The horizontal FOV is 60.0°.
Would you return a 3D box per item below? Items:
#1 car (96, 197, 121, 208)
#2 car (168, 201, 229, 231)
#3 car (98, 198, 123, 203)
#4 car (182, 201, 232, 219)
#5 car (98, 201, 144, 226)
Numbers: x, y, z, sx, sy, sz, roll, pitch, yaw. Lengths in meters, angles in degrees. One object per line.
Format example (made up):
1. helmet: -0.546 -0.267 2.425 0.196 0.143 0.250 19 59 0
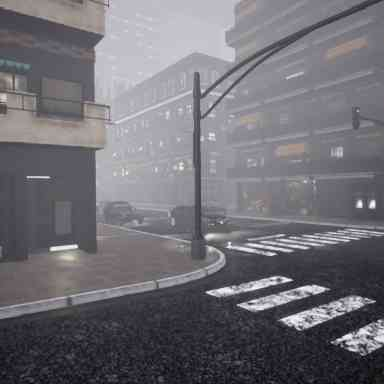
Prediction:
1. car: -11.915 1.520 47.249 1.887 1.381 4.507 -1 1 -36
2. car: 0.292 1.534 21.247 1.837 1.490 4.892 -1 1 -36
3. car: -6.672 1.543 30.829 1.837 1.490 4.892 -1 0 -36
4. car: 1.212 1.513 29.190 2.008 1.369 4.403 -1 1 -36
5. car: -5.161 1.632 24.557 1.947 1.339 4.313 -1 1 -36
